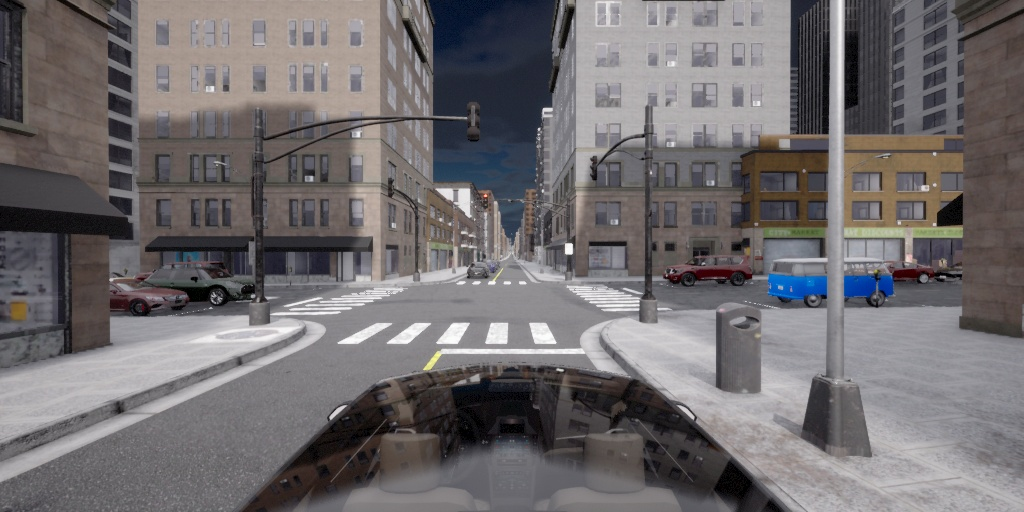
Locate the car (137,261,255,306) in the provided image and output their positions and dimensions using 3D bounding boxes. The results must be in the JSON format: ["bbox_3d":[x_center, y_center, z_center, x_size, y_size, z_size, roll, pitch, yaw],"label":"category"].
[{"bbox_3d":[-13.999,1.269,16.313,4.553,1.767,2.097,-1,0,0],"label":"car"}]

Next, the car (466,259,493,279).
[{"bbox_3d":[-3.071,1.259,33.344,1.837,1.490,4.892,0,0,0],"label":"car"}]

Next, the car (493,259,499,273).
[{"bbox_3d":[-3.058,1.116,43.503,2.097,1.767,4.553,0,0,0],"label":"car"}]

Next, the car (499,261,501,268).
[{"bbox_3d":[-3.049,1.282,53.651,1.837,1.490,4.892,0,0,0],"label":"car"}]

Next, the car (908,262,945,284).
[{"bbox_3d":[23.328,0.965,22.263,4.507,1.381,1.888,0,0,0],"label":"car"}]

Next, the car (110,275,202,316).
[{"bbox_3d":[-14.810,1.527,13.670,4.207,1.307,1.802,0,0,0],"label":"car"}]

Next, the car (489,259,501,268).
[{"bbox_3d":[-2.998,1.300,63.978,1.837,1.490,4.892,0,0,0],"label":"car"}]

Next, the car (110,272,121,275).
[{"bbox_3d":[-26.005,1.551,22.176,4.829,1.417,1.751,0,0,0],"label":"car"}]

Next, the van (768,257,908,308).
[{"bbox_3d":[12.127,0.957,13.718,3.998,1.789,1.690,0,0,0],"label":"van"}]

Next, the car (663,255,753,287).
[{"bbox_3d":[12.111,0.872,22.243,5.009,1.841,2.192,0,0,0],"label":"car"}]

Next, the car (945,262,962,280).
[{"bbox_3d":[28.938,0.916,22.273,4.313,1.339,1.948,0,0,0],"label":"car"}]
